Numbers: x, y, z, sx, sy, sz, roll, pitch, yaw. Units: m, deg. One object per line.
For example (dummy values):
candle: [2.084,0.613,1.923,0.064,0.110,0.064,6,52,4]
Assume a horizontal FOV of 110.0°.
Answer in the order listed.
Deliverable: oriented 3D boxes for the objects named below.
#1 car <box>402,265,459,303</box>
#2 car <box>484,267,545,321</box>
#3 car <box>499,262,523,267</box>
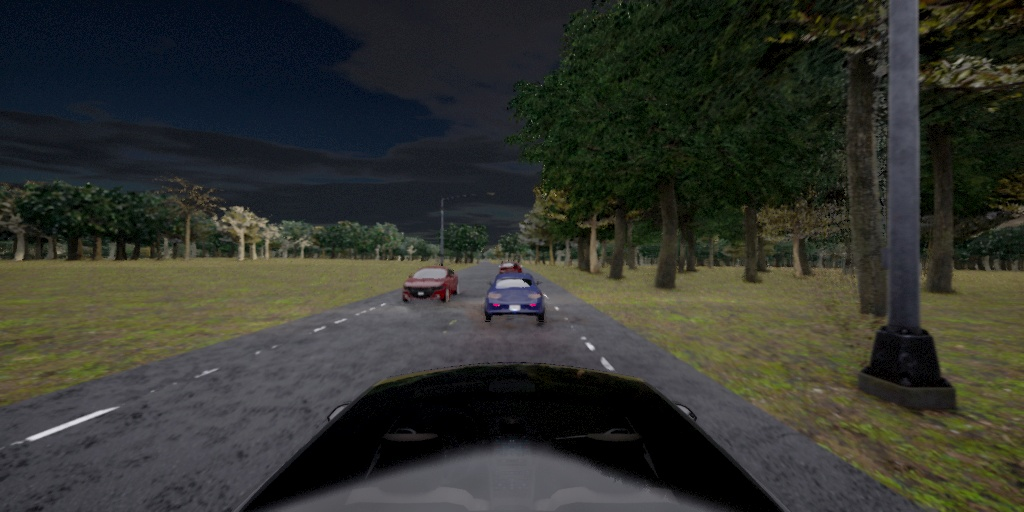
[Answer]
car: [-3.665,1.230,16.861,1.882,1.535,5.008,0,0,0]
car: [0.072,1.279,12.307,1.812,1.442,4.674,0,0,0]
car: [-0.116,1.215,30.379,1.882,1.535,5.008,0,0,-1]
